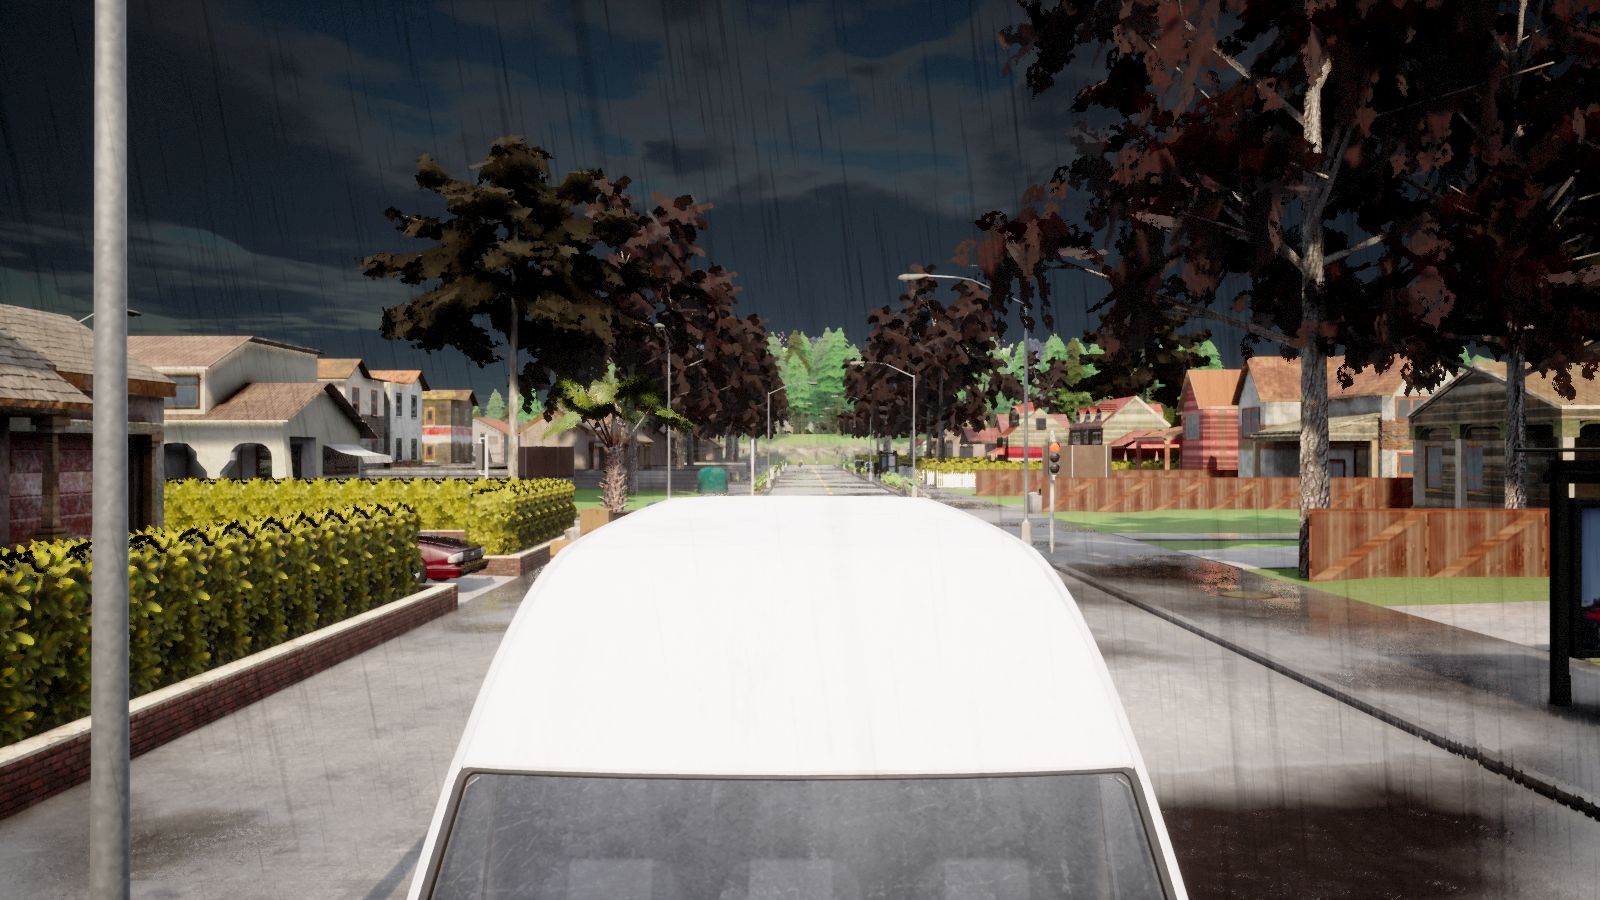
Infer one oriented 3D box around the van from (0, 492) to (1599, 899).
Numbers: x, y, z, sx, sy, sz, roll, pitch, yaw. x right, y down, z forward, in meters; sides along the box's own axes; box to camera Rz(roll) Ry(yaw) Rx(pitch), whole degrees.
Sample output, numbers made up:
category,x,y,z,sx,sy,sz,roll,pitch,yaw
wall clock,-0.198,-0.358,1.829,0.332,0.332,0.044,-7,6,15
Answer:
category,x,y,z,sx,sy,sz,roll,pitch,yaw
van,0.002,1.537,4.030,1.988,2.561,5.915,0,0,0
